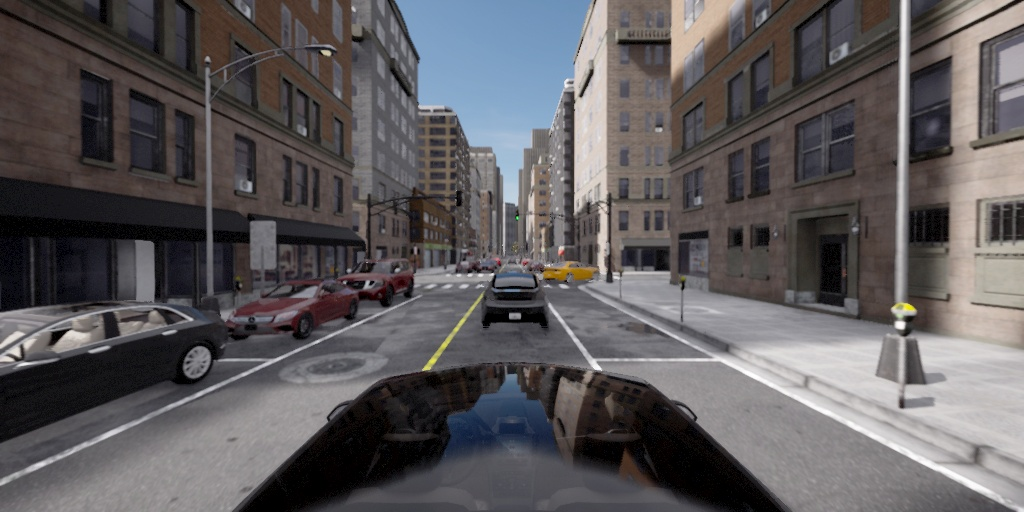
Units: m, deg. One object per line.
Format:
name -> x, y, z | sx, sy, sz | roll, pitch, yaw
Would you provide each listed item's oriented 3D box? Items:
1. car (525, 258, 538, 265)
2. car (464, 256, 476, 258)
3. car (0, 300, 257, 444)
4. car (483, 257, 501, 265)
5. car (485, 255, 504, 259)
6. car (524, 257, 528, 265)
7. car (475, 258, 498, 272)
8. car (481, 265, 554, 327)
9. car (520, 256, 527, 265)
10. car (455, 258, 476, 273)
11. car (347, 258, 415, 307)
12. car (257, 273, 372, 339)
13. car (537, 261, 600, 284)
car -> 2.866, 1.252, 42.491 | 1.802, 1.307, 4.207 | 0, 0, 0
car -> -5.658, 0.978, 48.031 | 2.192, 1.841, 5.009 | 0, 0, 0
car -> -5.668, 1.294, 4.301 | 2.007, 1.370, 4.403 | 0, 0, 0
car -> -3.080, 1.206, 53.303 | 2.033, 1.411, 5.357 | 0, 0, 0
car -> -3.024, 0.871, 63.773 | 2.150, 2.045, 5.566 | 0, 0, 0
car -> 2.868, 1.189, 48.225 | 1.751, 1.417, 4.829 | 0, 0, 0
car -> -3.089, 1.234, 42.877 | 1.994, 1.385, 4.181 | 0, 0, 0
car -> 0.087, 1.233, 11.422 | 1.837, 1.490, 4.892 | 0, 1, 0
car -> 2.872, 1.193, 64.744 | 1.888, 1.381, 4.507 | 0, 0, 0
car -> -5.659, 1.252, 42.466 | 1.802, 1.307, 4.207 | 0, 0, 0
car -> -5.665, 1.032, 15.466 | 2.192, 1.841, 5.009 | 0, 0, 0
car -> -5.667, 1.312, 9.884 | 1.802, 1.307, 4.207 | 0, 0, 0
car -> 4.522, 1.163, 26.752 | 5.008, 1.535, 1.882 | -1, 0, -40
